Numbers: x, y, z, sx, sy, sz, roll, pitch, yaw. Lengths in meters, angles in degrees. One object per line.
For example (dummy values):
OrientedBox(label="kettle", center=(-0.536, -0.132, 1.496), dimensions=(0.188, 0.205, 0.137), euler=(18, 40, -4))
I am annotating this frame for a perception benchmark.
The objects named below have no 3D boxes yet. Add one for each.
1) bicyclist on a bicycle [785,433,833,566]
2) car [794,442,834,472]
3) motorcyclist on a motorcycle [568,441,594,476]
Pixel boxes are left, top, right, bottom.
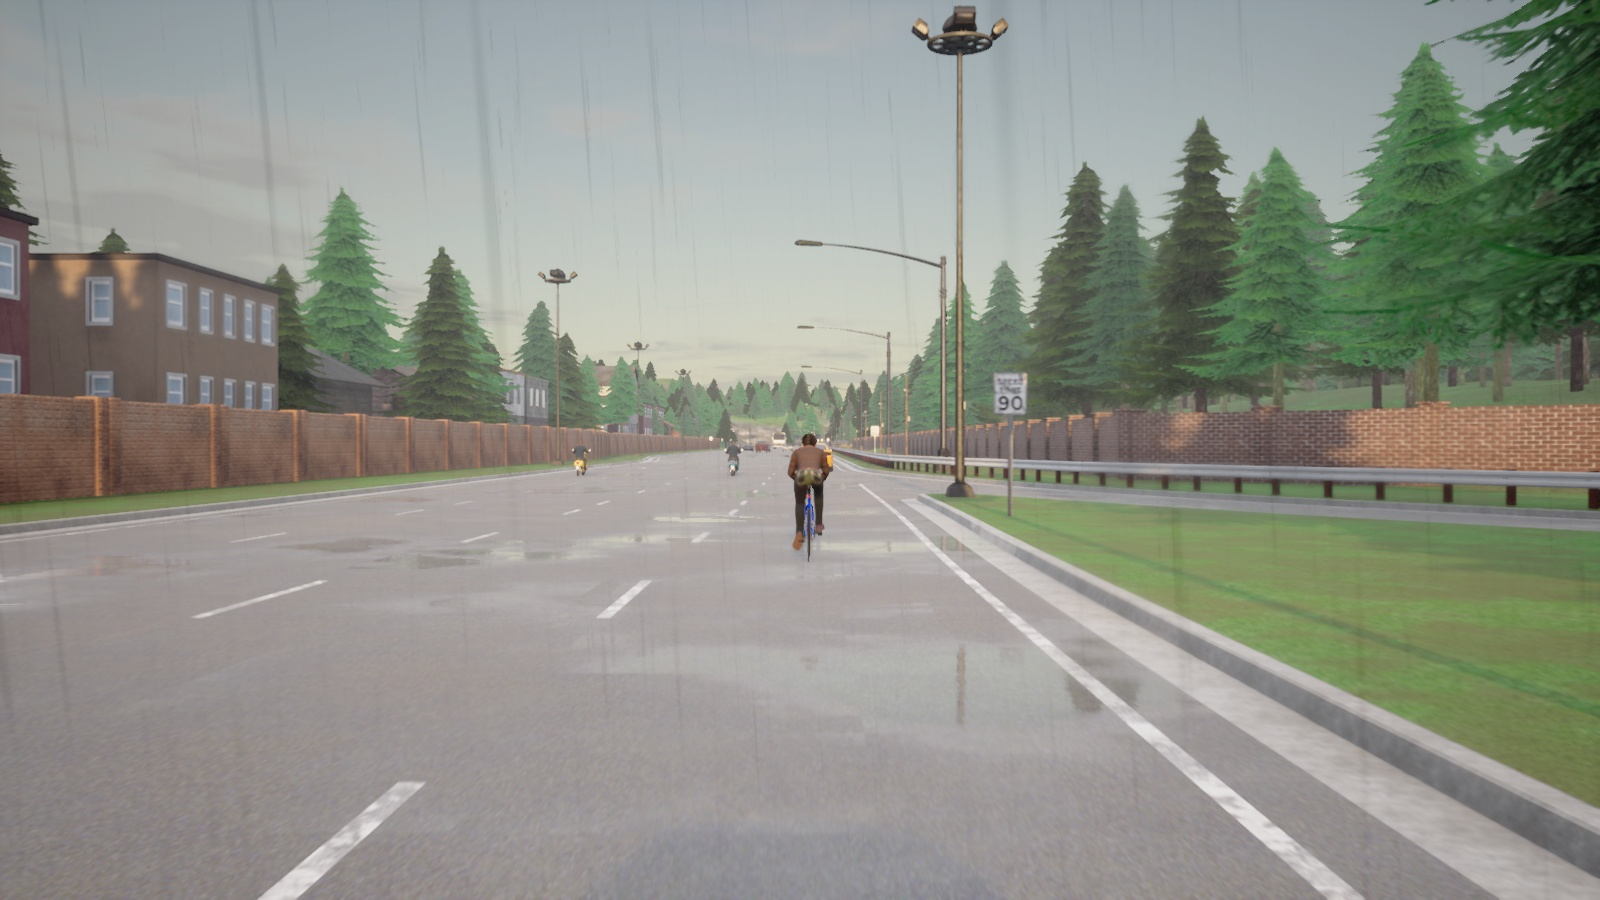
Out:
OrientedBox(label="bicyclist on a bicycle", center=(0.122, 0.608, 16.236), dimensions=(0.582, 1.620, 1.656), euler=(0, 0, 1))
OrientedBox(label="car", center=(0.720, 0.345, 67.552), dimensions=(1.882, 1.535, 5.008), euler=(0, 0, -2))
OrientedBox(label="motorcyclist on a motorcycle", center=(-10.022, 0.369, 57.482), dimensions=(0.866, 1.590, 1.817), euler=(0, 0, 0))
